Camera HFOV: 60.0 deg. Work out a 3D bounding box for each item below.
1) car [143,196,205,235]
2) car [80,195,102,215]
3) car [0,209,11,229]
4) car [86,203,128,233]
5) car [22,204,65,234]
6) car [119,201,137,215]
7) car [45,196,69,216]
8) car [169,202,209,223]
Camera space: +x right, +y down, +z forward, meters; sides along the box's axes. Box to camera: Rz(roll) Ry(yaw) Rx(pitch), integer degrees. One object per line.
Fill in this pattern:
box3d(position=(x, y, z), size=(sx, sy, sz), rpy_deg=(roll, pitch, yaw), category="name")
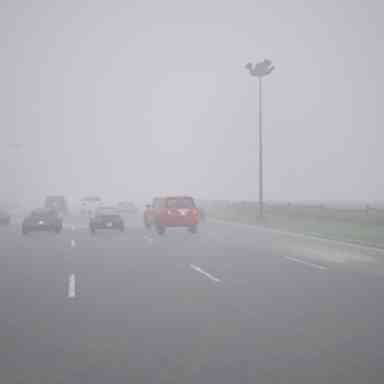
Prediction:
box3d(position=(-1.368, 1.283, 19.685), size=(2.150, 2.045, 5.566), rpy_deg=(0, -1, -19), category="car")
box3d(position=(-10.952, 1.389, 36.218), size=(2.150, 2.045, 5.566), rpy_deg=(0, 0, -20), category="car")
box3d(position=(-13.296, 1.733, 21.907), size=(1.895, 1.301, 4.718), rpy_deg=(0, 0, -20), category="car")
box3d(position=(-5.272, 1.616, 20.217), size=(1.812, 1.442, 4.674), rpy_deg=(0, 0, -19), category="car")
box3d(position=(-8.946, 1.670, 20.106), size=(1.994, 1.385, 4.181), rpy_deg=(0, 0, -19), category="car")
box3d(position=(-7.189, 1.698, 36.086), size=(2.033, 1.411, 5.357), rpy_deg=(0, 0, -20), category="car")
box3d(position=(-14.226, 1.400, 34.981), size=(2.150, 2.045, 5.566), rpy_deg=(0, 0, -20), category="car")
box3d(position=(-0.370, 1.616, 27.310), size=(1.812, 1.442, 4.674), rpy_deg=(0, 0, -20), category="car")
